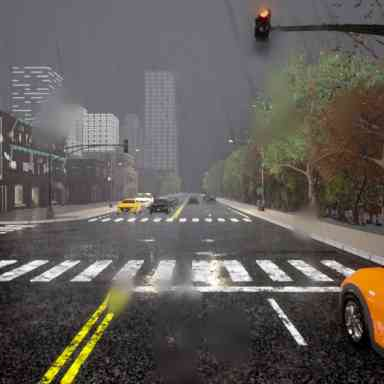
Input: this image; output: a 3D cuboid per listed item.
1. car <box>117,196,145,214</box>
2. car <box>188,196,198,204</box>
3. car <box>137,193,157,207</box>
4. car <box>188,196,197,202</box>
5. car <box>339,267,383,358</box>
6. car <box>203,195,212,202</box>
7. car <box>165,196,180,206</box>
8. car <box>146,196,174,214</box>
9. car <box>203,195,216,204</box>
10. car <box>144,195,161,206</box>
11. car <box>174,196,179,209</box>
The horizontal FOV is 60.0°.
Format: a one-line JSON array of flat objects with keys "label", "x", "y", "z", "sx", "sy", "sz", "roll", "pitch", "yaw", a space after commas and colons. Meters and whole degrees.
[{"label": "car", "x": -6.510, "y": 1.467, "z": 34.913, "sx": 1.882, "sy": 1.535, "sz": 5.008, "roll": 0, "pitch": 0, "yaw": 0}, {"label": "car", "x": 0.243, "y": 1.523, "z": 62.203, "sx": 2.033, "sy": 1.411, "sz": 5.357, "roll": 0, "pitch": 0, "yaw": 1}, {"label": "car", "x": -6.483, "y": 1.206, "z": 44.851, "sx": 2.150, "sy": 2.045, "sz": 5.566, "roll": 0, "pitch": 0, "yaw": 0}, {"label": "car", "x": 0.181, "y": 1.565, "z": 74.953, "sx": 1.895, "sy": 1.301, "sz": 4.718, "roll": 0, "pitch": 0, "yaw": 0}, {"label": "car", "x": 3.360, "y": 1.351, "z": 3.419, "sx": 2.097, "sy": 1.767, "sz": 4.553, "roll": 0, "pitch": 0, "yaw": 0}, {"label": "car", "x": 3.431, "y": 1.447, "z": 74.900, "sx": 1.882, "sy": 1.535, "sz": 5.008, "roll": 0, "pitch": 0, "yaw": 0}, {"label": "car", "x": -3.203, "y": 1.472, "z": 54.964, "sx": 2.128, "sy": 1.511, "sz": 4.902, "roll": 0, "pitch": 0, "yaw": 0}, {"label": "car", "x": -3.263, "y": 1.467, "z": 34.925, "sx": 1.882, "sy": 1.535, "sz": 5.008, "roll": 0, "pitch": 0, "yaw": 0}, {"label": "car", "x": 3.492, "y": 1.469, "z": 61.763, "sx": 2.128, "sy": 1.511, "sz": 4.902, "roll": 0, "pitch": 0, "yaw": 0}, {"label": "car", "x": -6.454, "y": 1.332, "z": 54.812, "sx": 2.097, "sy": 1.767, "sz": 4.553, "roll": 0, "pitch": 0, "yaw": 0}, {"label": "car", "x": -3.233, "y": 1.549, "z": 44.935, "sx": 1.994, "sy": 1.385, "sz": 4.181, "roll": 0, "pitch": 0, "yaw": 0}]
